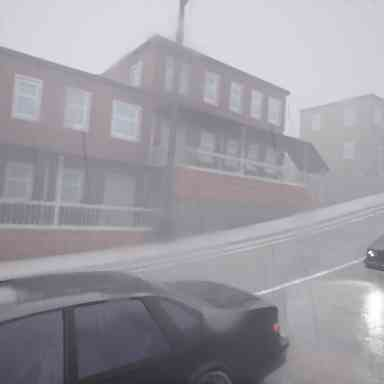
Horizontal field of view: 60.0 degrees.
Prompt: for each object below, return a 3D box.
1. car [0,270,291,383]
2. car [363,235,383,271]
[{"bbox_3d":[-1.427,1.546,2.971,5.357,1.411,2.033,0,0,-36],"label":"car"},{"bbox_3d":[6.708,1.166,8.799,5.357,1.411,2.033,-5,3,-35],"label":"car"}]
